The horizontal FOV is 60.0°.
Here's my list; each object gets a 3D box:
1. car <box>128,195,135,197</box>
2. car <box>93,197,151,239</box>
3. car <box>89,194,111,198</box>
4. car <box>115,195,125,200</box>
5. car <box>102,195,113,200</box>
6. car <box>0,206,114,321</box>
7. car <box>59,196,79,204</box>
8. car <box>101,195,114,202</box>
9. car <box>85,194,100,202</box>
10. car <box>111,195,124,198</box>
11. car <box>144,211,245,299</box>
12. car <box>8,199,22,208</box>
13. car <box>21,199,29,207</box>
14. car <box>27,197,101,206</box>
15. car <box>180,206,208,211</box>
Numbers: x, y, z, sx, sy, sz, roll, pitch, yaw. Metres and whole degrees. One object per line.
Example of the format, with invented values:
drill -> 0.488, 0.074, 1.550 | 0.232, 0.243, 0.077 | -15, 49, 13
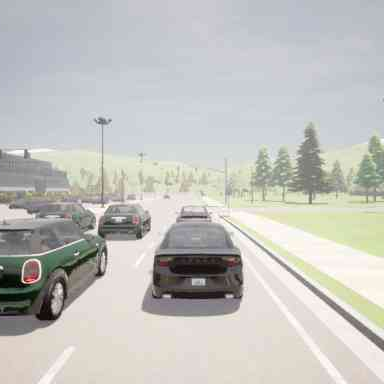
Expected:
car -> -16.124, 1.500, 88.172 | 1.837, 1.490, 4.892 | 0, 0, 0
car -> -3.411, 1.352, 17.573 | 2.097, 1.767, 4.553 | 0, 0, 0
car -> -16.181, 1.564, 58.380 | 1.994, 1.385, 4.181 | 0, 0, 0
car -> -19.619, 1.552, 90.705 | 1.994, 1.385, 4.181 | 0, 0, 0
car -> -23.119, 1.552, 90.807 | 1.994, 1.385, 4.181 | 0, 0, 0
car -> -3.387, 1.352, 7.450 | 2.097, 1.767, 4.553 | 0, 0, 0
car -> -23.316, 1.564, 63.168 | 1.994, 1.385, 4.181 | 0, 0, 4
car -> -19.643, 1.500, 77.345 | 1.837, 1.490, 4.892 | 0, 0, 0
car -> -23.143, 1.355, 77.233 | 2.097, 1.767, 4.553 | 0, 0, 0
car -> -16.151, 1.524, 73.166 | 1.812, 1.442, 4.674 | 0, 0, 0
car -> 0.114, 1.478, 8.499 | 1.882, 1.535, 5.008 | 0, 0, 0
car -> -21.658, 1.564, 42.914 | 1.994, 1.385, 4.181 | 0, 0, 7
car -> -15.469, 1.505, 34.676 | 1.837, 1.490, 4.892 | 0, 0, -2
car -> -6.915, 1.352, 18.553 | 2.097, 1.767, 4.553 | 0, 0, 0
car -> 0.100, 1.491, 17.917 | 2.128, 1.511, 4.902 | 0, 0, 0
